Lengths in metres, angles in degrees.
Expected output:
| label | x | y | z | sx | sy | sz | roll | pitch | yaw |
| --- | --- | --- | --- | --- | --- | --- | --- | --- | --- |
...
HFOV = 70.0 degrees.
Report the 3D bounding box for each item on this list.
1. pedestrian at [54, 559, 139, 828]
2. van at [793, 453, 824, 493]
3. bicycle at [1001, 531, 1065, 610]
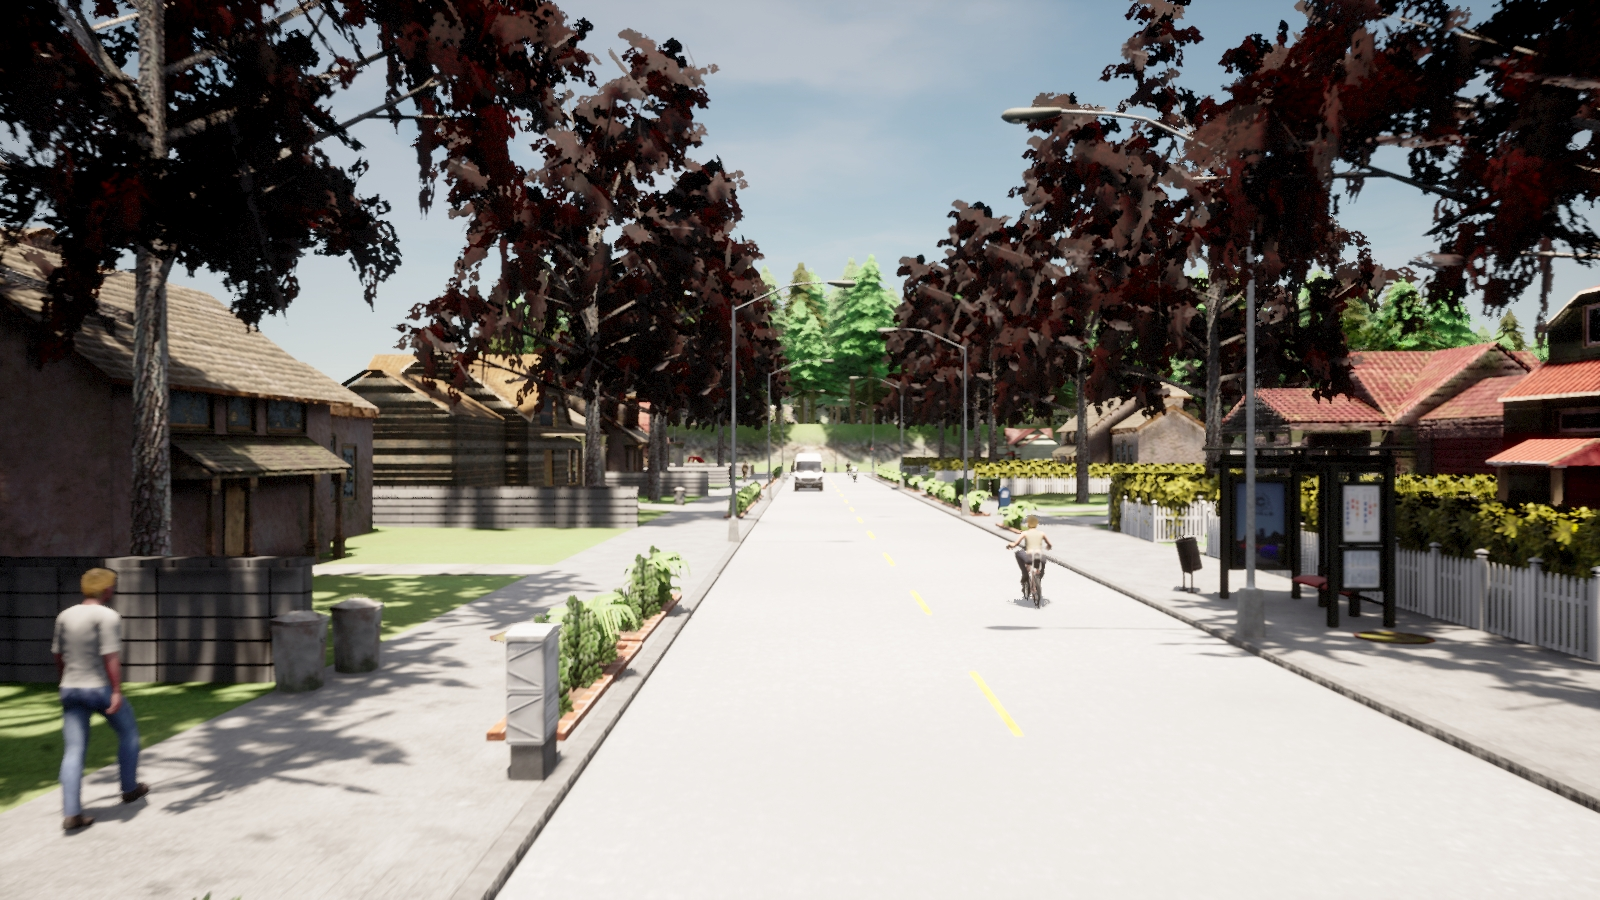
| label | x | y | z | sx | sy | sz | roll | pitch | yaw |
| --- | --- | --- | --- | --- | --- | --- | --- | --- | --- |
| pedestrian | -5.101 | 1.741 | 8.297 | 0.375 | 1.860 | 0.375 | 0 | 0 | 8 |
| van | 0.596 | 1.522 | 77.561 | 1.988 | 2.561 | 5.915 | 0 | 0 | 1 |
| bicycle | 4.193 | 2.154 | 20.700 | 0.859 | 1.276 | 1.487 | 0 | 0 | 0 |
